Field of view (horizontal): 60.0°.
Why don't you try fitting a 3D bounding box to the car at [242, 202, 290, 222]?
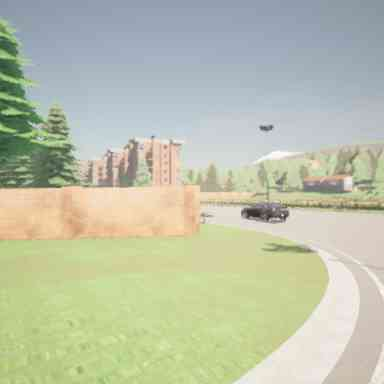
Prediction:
[{"bbox_3d":[5.858,1.543,27.054,2.128,1.511,4.902,0,0,-22],"label":"car"}]
